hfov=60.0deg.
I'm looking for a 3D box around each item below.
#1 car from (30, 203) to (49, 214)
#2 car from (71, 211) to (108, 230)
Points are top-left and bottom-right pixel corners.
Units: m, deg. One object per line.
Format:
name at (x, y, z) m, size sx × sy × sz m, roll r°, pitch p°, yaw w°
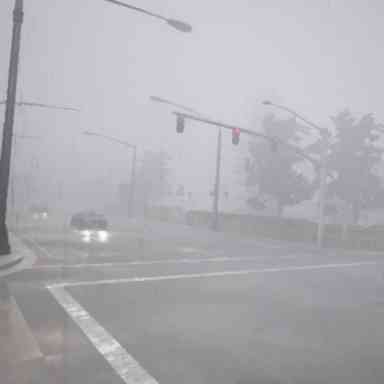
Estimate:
car at (-21.450, 2.282, 46.705) m, size 1.994 × 1.385 × 4.181 m, roll 5°, pitch -3°, yaw -33°
car at (-8.143, 2.205, 26.365) m, size 1.994 × 1.385 × 4.181 m, roll 5°, pitch -3°, yaw -33°
